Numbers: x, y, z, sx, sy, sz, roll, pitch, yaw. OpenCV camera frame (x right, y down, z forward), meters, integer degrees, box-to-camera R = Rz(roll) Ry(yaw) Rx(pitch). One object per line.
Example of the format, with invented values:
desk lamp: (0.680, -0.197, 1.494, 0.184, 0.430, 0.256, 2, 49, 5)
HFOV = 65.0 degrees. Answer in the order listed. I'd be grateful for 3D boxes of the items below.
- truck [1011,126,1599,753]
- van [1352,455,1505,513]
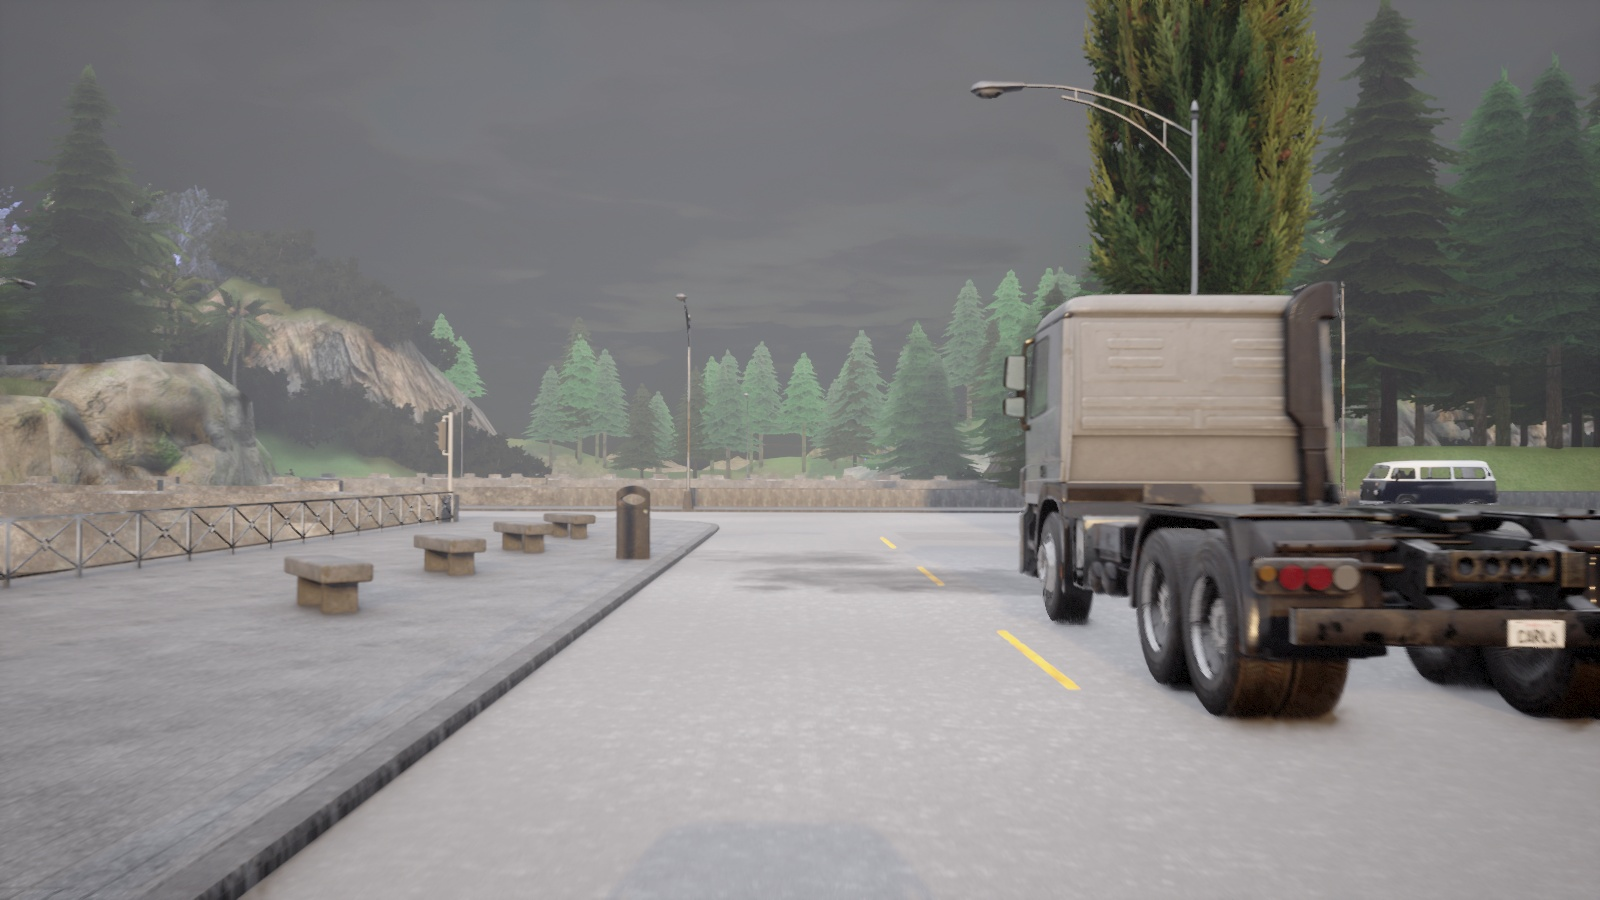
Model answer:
truck: (3.967, 0.000, 10.913, 2.891, 3.462, 7.936, 0, -1, 0)
van: (22.734, 1.209, 45.539, 4.480, 2.038, 2.069, 0, -1, 0)
